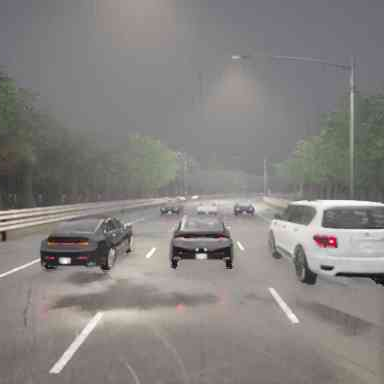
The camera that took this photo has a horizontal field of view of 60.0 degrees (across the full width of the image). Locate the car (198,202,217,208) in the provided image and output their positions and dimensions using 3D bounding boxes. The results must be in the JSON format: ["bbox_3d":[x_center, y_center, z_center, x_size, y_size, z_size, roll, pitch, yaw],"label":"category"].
[{"bbox_3d":[1.613,1.654,33.387,1.895,1.301,4.718,0,0,5],"label":"car"}]

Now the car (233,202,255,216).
[{"bbox_3d":[5.124,1.658,33.386,1.895,1.301,4.718,0,0,5],"label":"car"}]

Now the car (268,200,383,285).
[{"bbox_3d":[3.771,1.240,9.698,2.150,2.045,5.566,0,0,2],"label":"car"}]

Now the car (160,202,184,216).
[{"bbox_3d":[-1.897,1.650,33.442,1.895,1.301,4.718,0,0,5],"label":"car"}]

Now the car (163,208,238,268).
[{"bbox_3d":[0.327,1.509,11.318,2.128,1.511,4.902,0,0,2],"label":"car"}]

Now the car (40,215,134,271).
[{"bbox_3d":[-3.185,1.517,10.945,1.837,1.490,4.892,0,0,2],"label":"car"}]
